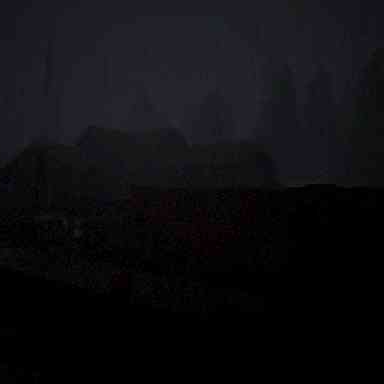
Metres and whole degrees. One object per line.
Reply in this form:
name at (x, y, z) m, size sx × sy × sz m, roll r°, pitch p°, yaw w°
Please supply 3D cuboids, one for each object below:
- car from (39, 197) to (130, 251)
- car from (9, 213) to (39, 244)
car at (-3.396, 1.171, 13.480) m, size 1.932 × 1.855 × 4.605 m, roll 0°, pitch 0°, yaw 35°
car at (-5.670, 1.172, 14.622) m, size 1.905 × 1.878 × 3.866 m, roll 0°, pitch 0°, yaw 35°
